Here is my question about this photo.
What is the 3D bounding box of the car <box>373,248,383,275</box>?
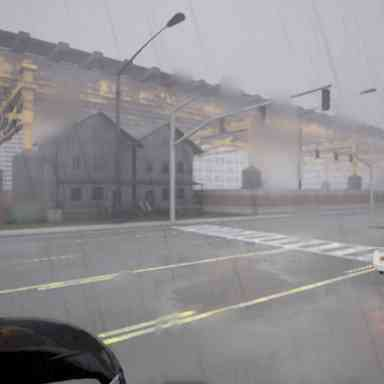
[{"bbox_3d":[6.716,1.597,8.550,4.718,1.301,1.895,0,0,-35],"label":"car"}]

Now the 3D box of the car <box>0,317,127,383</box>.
[{"bbox_3d":[-2.747,1.492,1.786,4.902,1.511,2.128,0,0,-35],"label":"car"}]
